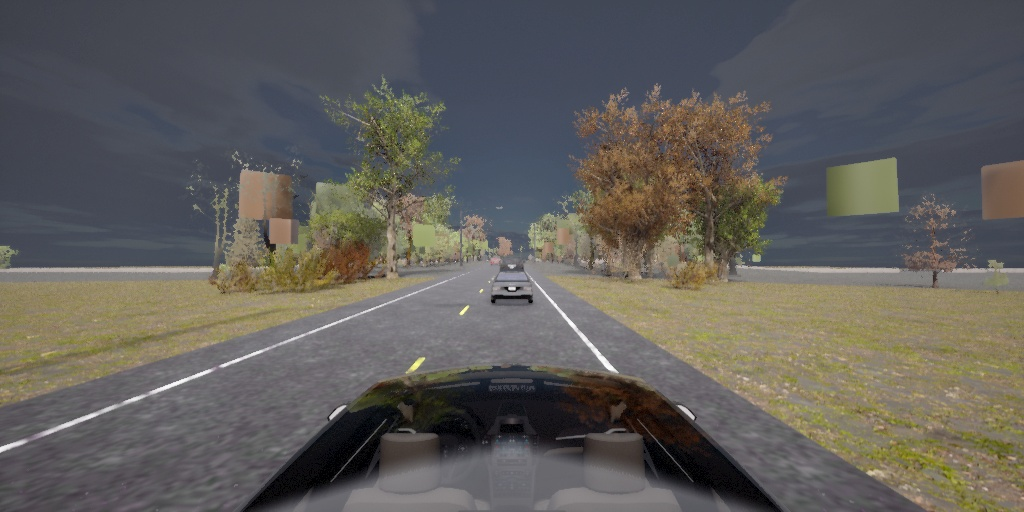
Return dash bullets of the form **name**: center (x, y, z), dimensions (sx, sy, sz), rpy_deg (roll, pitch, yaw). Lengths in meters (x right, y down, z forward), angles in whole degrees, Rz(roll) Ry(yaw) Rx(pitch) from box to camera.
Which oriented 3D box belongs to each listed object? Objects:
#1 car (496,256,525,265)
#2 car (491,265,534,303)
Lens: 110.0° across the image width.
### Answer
- **car**: center (-0.001, 1.021, 31.555), dimensions (2.150, 2.045, 5.566), rpy_deg (0, 0, 0)
- **car**: center (-0.001, 1.319, 16.515), dimensions (2.033, 1.411, 5.357), rpy_deg (0, 0, 0)
